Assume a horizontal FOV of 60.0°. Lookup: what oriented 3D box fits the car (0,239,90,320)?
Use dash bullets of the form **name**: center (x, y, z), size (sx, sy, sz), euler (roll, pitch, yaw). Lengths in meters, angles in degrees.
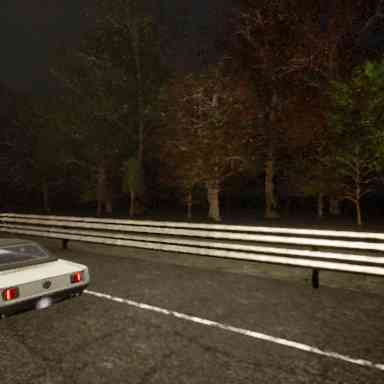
- **car**: center (-4.399, 1.685, 7.102), size (4.718, 1.301, 1.895), euler (-1, 0, 35)
